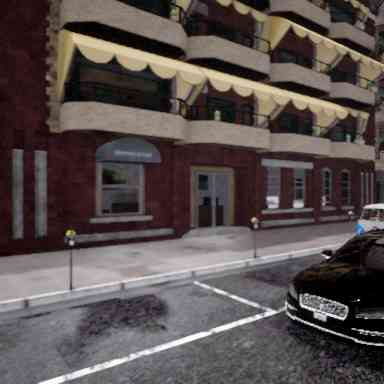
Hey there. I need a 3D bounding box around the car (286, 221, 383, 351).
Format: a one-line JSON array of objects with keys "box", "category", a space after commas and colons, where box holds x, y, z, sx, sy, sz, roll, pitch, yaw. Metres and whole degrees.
[{"box": [3.772, 1.482, 6.069, 4.892, 1.490, 1.837, 0, 0, -35], "category": "car"}]

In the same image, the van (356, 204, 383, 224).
[{"box": [7.526, 1.297, 11.931, 3.998, 1.788, 1.690, 0, 0, -36], "category": "van"}]
